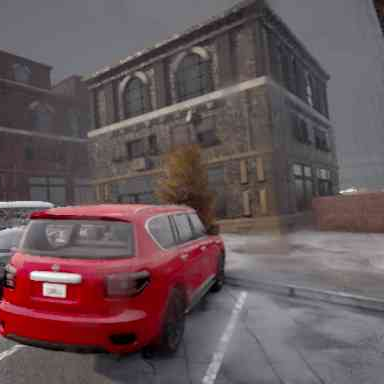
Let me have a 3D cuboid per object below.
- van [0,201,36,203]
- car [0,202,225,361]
[{"bbox_3d":[-5.764,1.289,9.969,1.878,1.987,4.442,0,-1,16],"label":"van"},{"bbox_3d":[-0.829,1.246,6.346,2.435,2.045,5.566,0,-1,16],"label":"car"}]
